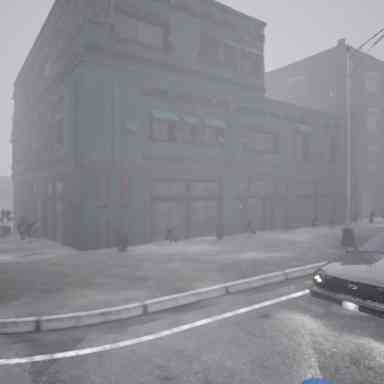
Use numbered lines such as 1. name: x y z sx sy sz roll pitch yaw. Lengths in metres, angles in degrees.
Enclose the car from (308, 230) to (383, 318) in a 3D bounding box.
1. car: 4.814 1.490 7.079 5.357 1.411 2.033 -1 0 -35
